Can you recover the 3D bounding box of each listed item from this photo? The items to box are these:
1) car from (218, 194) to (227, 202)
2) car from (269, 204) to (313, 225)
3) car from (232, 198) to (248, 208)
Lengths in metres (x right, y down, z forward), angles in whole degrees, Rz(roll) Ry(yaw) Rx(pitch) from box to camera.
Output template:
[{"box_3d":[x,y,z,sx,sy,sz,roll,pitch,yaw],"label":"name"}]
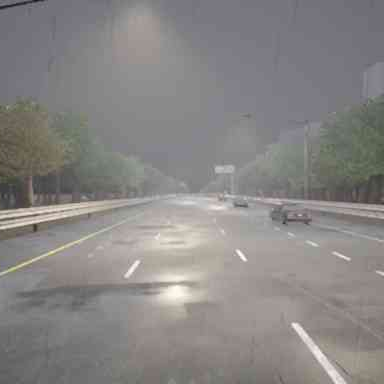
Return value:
[{"box_3d":[7.363,1.637,80.556,1.812,1.442,4.674,0,0,1],"label":"car"},{"box_3d":[7.034,1.569,24.127,2.033,1.411,5.357,0,0,0],"label":"car"},{"box_3d":[7.141,1.629,49.830,1.994,1.385,4.181,0,0,0],"label":"car"}]
